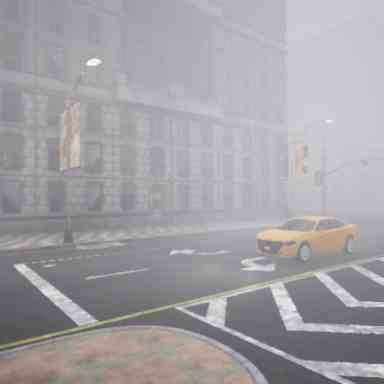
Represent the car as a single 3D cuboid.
[{"bbox_3d":[4.616,1.698,13.105,5.008,1.535,1.882,0,-1,-37],"label":"car"}]
